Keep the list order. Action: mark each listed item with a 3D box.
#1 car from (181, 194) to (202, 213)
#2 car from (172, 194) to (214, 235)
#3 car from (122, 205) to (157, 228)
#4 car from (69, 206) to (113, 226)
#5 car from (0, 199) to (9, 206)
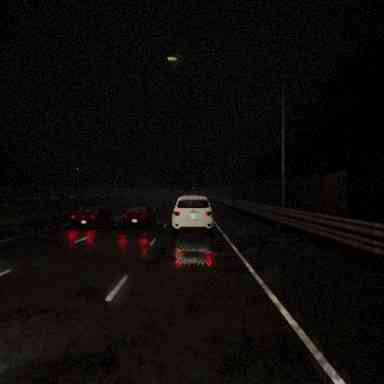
[{"bbox_3d":[-0.069,1.259,38.184,2.150,2.045,5.566,0,0,0],"label":"car"},{"bbox_3d":[0.048,1.257,19.234,2.150,2.045,5.566,0,0,0],"label":"car"},{"bbox_3d":[-3.468,1.563,22.352,1.812,1.442,4.674,0,0,0],"label":"car"},{"bbox_3d":[-6.974,1.639,23.573,1.895,1.301,4.718,0,0,0],"label":"car"},{"bbox_3d":[-17.622,1.390,28.579,2.097,1.767,4.553,0,0,0],"label":"car"}]
